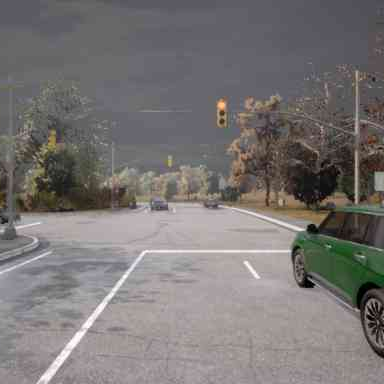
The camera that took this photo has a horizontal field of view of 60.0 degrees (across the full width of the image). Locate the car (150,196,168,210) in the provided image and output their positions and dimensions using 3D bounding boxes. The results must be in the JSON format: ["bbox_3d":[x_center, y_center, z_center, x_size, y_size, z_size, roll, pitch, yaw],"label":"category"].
[{"bbox_3d":[-4.167,1.423,43.060,2.097,1.767,4.553,0,-1,-3],"label":"car"}]

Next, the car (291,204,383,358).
[{"bbox_3d":[3.581,1.221,6.105,2.150,2.045,5.566,0,0,0],"label":"car"}]

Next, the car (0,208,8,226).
[{"bbox_3d":[-13.838,1.563,19.395,4.892,1.490,1.837,0,0,1],"label":"car"}]

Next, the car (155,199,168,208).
[{"bbox_3d":[-4.961,1.763,53.268,2.033,1.411,5.357,0,-1,-6],"label":"car"}]

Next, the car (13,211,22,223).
[{"bbox_3d":[-14.496,1.568,23.067,4.892,1.490,1.837,-1,0,-5],"label":"car"}]

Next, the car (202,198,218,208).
[{"bbox_3d":[2.651,1.632,49.299,2.128,1.511,4.902,0,-1,-4],"label":"car"}]

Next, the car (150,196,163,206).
[{"bbox_3d":[-7.319,1.756,68.027,2.150,2.045,5.566,0,-1,-12],"label":"car"}]
